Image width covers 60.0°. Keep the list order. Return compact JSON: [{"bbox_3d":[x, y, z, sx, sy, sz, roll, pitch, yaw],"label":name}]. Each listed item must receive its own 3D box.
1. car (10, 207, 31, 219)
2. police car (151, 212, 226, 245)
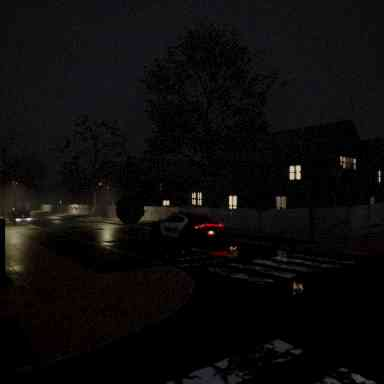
[{"bbox_3d":[-22.836,2.728,44.170,2.033,1.411,5.357,1,-2,-36],"label":"car"},{"bbox_3d":[-0.482,1.857,17.792,2.038,1.542,4.974,1,-2,-36],"label":"police car"}]
